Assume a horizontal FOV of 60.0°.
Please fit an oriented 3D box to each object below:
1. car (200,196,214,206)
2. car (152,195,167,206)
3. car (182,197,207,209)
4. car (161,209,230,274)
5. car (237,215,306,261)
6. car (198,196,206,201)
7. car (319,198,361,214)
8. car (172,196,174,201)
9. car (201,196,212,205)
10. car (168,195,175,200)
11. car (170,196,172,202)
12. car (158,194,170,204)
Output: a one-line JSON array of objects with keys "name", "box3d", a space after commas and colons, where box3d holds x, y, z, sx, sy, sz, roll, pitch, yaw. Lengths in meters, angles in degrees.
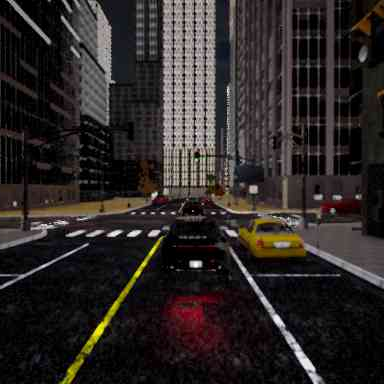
[{"name": "car", "box3d": [2.677, 1.479, 55.540, 1.967, 1.590, 4.097, -1, 0, 0]}, {"name": "car", "box3d": [-5.702, 1.583, 55.540, 1.887, 1.381, 4.507, -1, 0, 0]}, {"name": "car", "box3d": [0.098, 1.498, 31.186, 1.882, 1.535, 5.008, 0, 0, 0]}, {"name": "car", "box3d": [0.107, 1.511, 10.525, 1.837, 1.490, 4.892, 0, 0, 0]}, {"name": "car", "box3d": [2.681, 1.533, 12.184, 1.752, 1.417, 4.829, -1, 0, 0]}, {"name": "car", "box3d": [2.677, 1.647, 88.897, 1.802, 1.307, 4.206, -1, 0, 0]}, {"name": "car", "box3d": [14.249, 1.279, 31.139, 4.507, 1.381, 1.887, -1, 1, 0]}, {"name": "car", "box3d": [-5.704, 1.581, 77.609, 1.752, 1.417, 4.829, -1, 0, 0]}, {"name": "car", "box3d": [2.678, 1.568, 61.269, 1.752, 1.417, 4.829, -1, 0, 0]}, {"name": "car", "box3d": [-5.704, 1.652, 94.457, 1.802, 1.307, 4.206, -1, 0, 0]}, {"name": "car", "box3d": [-5.705, 1.362, 66.660, 2.192, 1.841, 5.009, -1, 0, 0]}, {"name": "car", "box3d": [-5.704, 1.358, 61.101, 2.192, 1.841, 5.009, -1, 0, 0]}]
